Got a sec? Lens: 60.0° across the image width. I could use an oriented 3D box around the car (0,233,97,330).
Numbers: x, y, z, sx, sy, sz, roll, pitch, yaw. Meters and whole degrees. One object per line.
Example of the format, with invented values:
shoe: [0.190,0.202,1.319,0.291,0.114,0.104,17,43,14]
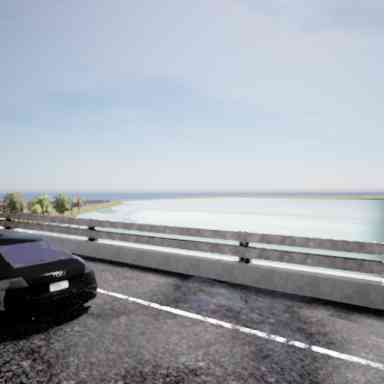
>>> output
car: [-3.868,1.543,6.779,4.181,1.385,1.994,0,0,36]
